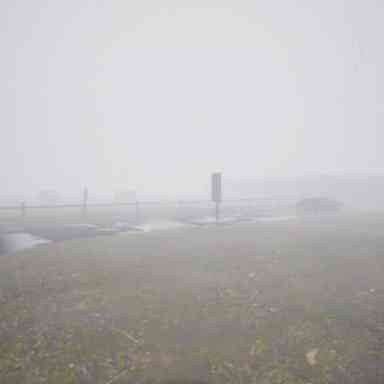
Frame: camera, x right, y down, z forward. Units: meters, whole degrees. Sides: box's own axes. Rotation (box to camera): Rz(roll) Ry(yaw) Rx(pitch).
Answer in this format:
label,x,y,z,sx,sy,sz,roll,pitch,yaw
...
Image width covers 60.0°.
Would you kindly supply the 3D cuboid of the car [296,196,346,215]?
label,x,y,z,sx,sy,sz,roll,pitch,yaw
car,10.576,1.069,27.248,4.892,1.490,1.837,0,0,-34
